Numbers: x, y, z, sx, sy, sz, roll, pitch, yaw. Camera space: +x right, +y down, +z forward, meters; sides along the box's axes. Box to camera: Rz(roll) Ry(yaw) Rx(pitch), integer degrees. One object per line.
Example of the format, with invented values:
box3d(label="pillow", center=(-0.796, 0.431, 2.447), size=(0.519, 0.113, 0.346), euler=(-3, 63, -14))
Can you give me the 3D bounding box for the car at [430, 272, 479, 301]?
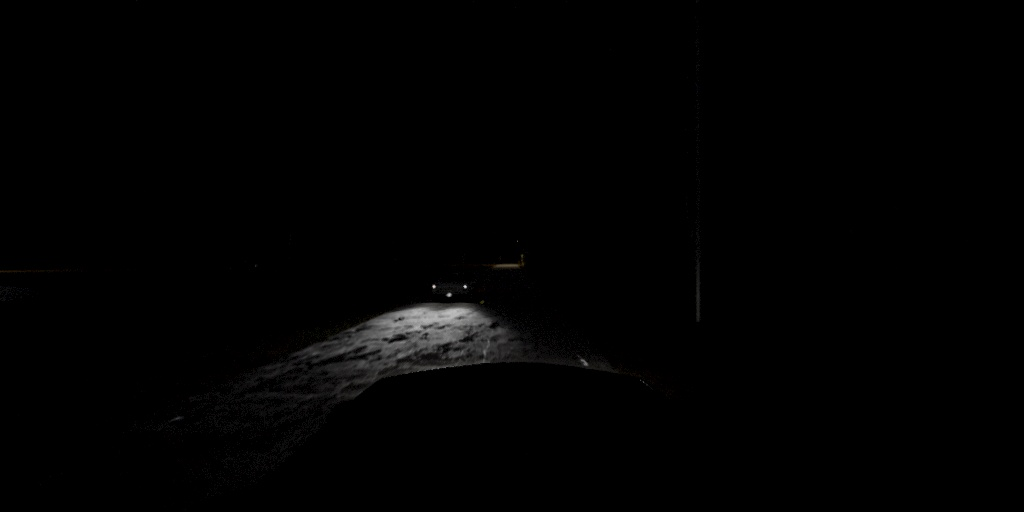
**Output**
box3d(label="car", center=(-2.850, 1.495, 18.529), size=(1.895, 1.301, 4.718), euler=(0, 0, 0))
